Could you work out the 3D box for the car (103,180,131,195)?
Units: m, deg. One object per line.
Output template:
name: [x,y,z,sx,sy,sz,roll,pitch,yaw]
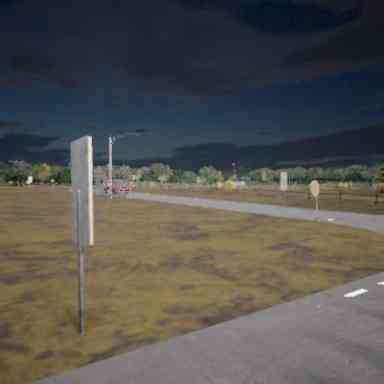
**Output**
car: [-10.679,-0.710,46.950,2.150,2.045,5.566,-1,3,-35]
